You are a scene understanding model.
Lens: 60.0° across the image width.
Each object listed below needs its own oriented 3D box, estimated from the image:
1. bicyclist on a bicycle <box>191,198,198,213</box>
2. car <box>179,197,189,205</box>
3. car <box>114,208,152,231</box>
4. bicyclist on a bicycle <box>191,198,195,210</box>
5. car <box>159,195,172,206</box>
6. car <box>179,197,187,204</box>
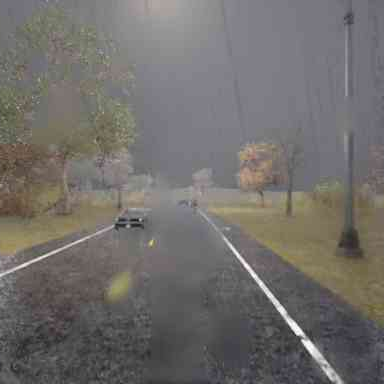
[{"bbox_3d":[0.400,1.664,38.137,0.582,1.620,1.656,0,-1,-2],"label":"bicyclist on a bicycle"},{"bbox_3d":[-1.686,1.871,68.030,1.837,1.490,4.892,0,-2,-2],"label":"car"},{"bbox_3d":[-3.797,1.725,21.893,1.895,1.301,4.718,0,0,-1],"label":"car"},{"bbox_3d":[0.116,1.713,47.149,0.582,1.620,1.656,0,-1,-2],"label":"bicyclist on a bicycle"},{"bbox_3d":[-5.021,1.578,63.286,2.150,2.045,5.566,0,0,-2],"label":"car"},{"bbox_3d":[-2.197,1.923,77.766,1.837,1.490,4.892,0,0,-3],"label":"car"}]
